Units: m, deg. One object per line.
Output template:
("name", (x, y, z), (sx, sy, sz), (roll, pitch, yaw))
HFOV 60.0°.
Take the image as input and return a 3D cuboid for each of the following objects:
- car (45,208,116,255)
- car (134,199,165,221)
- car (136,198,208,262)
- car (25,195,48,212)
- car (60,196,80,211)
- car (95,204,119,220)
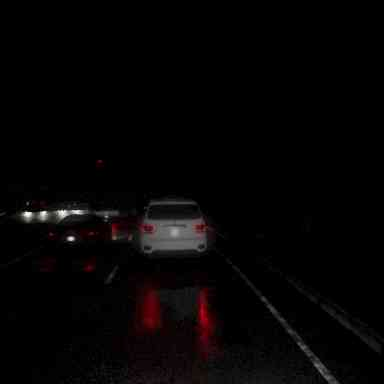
("car", (-4.446, 1.596, 13.540), (1.994, 1.385, 4.181), (0, 0, -7))
("car", (-3.757, 1.442, 28.814), (2.128, 1.511, 4.902), (-1, 1, -14))
("car", (-0.781, 1.225, 12.402), (2.150, 2.045, 5.566), (0, 0, -6))
("car", (-17.624, 1.186, 37.812), (2.097, 1.767, 4.553), (-1, 3, -19))
("car", (-14.343, 1.266, 39.045), (1.837, 1.490, 4.892), (-1, 2, -19))
("car", (-7.039, 1.609, 27.548), (1.895, 1.301, 4.718), (-1, 1, -13))
